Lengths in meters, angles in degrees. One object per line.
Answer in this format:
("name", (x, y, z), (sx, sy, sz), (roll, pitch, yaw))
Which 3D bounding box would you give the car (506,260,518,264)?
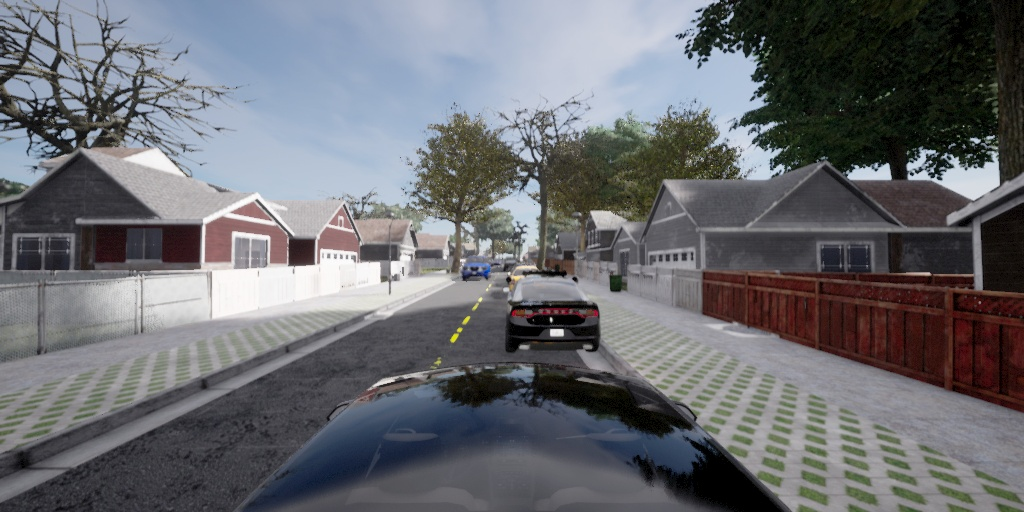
("car", (0.748, 1.201, 19.111), (1.801, 1.575, 5.366), (0, 0, 0))

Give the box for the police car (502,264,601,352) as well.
("police car", (0.795, 1.173, 9.024), (1.930, 1.638, 5.238), (0, 0, 0))

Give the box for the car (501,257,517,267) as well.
("car", (-0.171, 1.290, 49.573), (1.882, 1.535, 5.008), (0, 0, 0))

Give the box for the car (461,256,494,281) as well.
("car", (-2.970, 0.979, 30.714), (2.150, 2.045, 5.566), (0, 0, -1))
